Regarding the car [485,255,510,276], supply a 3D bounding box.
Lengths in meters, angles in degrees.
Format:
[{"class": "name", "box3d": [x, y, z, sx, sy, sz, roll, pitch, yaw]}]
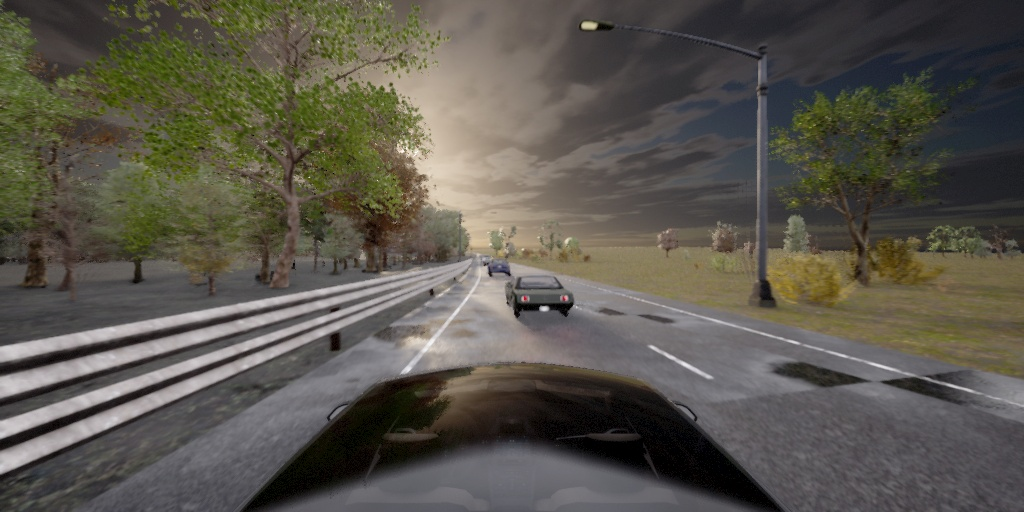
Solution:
[{"class": "car", "box3d": [-1.368, 1.018, 35.995, 2.097, 1.767, 4.553, 0, 0, -5]}]

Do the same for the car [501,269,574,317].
[{"class": "car", "box3d": [0.790, 1.329, 13.196, 1.895, 1.301, 4.718, 0, 0, -5]}]
